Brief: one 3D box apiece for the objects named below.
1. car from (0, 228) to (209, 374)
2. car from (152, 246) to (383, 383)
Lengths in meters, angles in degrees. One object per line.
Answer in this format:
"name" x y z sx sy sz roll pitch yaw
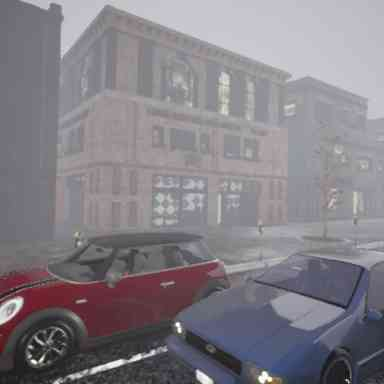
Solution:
"car" -1.322 1.466 5.604 4.097 1.590 1.967 1 1 -36
"car" 2.296 1.604 5.039 5.357 1.411 2.033 1 0 -36
